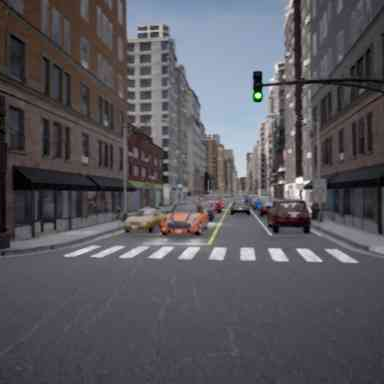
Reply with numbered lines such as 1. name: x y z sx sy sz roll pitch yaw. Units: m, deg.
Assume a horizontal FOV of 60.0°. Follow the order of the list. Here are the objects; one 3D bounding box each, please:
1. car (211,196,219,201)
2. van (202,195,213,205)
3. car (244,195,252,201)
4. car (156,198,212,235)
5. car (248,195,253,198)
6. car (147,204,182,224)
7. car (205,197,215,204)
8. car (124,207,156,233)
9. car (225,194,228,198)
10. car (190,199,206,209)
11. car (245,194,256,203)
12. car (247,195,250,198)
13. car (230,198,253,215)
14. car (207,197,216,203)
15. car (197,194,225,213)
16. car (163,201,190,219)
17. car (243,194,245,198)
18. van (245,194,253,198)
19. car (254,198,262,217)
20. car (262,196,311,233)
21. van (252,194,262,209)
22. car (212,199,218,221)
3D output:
1. car: 6.090 1.805 88.112 1.802 1.307 4.206 -1 0 8
2. van: 3.118 1.508 65.693 1.690 1.788 3.998 0 0 8
3. car: 14.539 1.578 86.984 1.967 1.590 4.097 -1 0 8
4. car: -0.323 1.422 19.133 2.097 1.767 4.553 -1 0 9
5. car: 9.361 1.585 47.904 1.752 1.417 4.829 0 0 8
6. car: -2.083 1.675 26.451 1.947 1.339 4.313 0 0 8
7. car: 3.863 1.719 71.298 1.887 1.381 4.507 0 0 8
8. car: -2.849 1.624 20.676 1.752 1.417 4.829 0 0 8
9. car: 3.604 1.467 47.726 2.097 1.767 4.553 -1 0 8
10. car: 0.890 1.727 48.874 1.802 1.307 4.206 0 0 8
11. car: 12.310 1.404 70.166 2.192 1.841 5.009 0 0 8
12. car: 10.082 1.649 53.343 1.802 1.307 4.206 0 0 8
13. car: 5.088 1.629 35.221 1.994 1.385 4.181 -1 0 8
14. car: 4.605 1.766 76.904 1.802 1.307 4.206 0 0 8
15. car: 2.266 1.322 37.979 2.150 2.045 5.566 -1 0 9
16. car: -1.362 1.644 31.888 1.752 1.417 4.829 0 0 8
17. car: 11.567 1.397 64.558 2.192 1.841 5.009 0 0 8
18. van: 10.824 1.416 58.950 1.690 1.788 3.998 0 0 8
19. car: 7.108 1.578 30.912 1.887 1.381 4.507 0 0 8
20. car: 5.620 1.329 19.698 2.192 1.841 5.009 0 0 8
21. van: 7.850 1.383 36.521 1.690 1.788 3.998 0 0 8
22. car: 0.943 1.590 28.211 1.837 1.490 4.892 -1 0 8
